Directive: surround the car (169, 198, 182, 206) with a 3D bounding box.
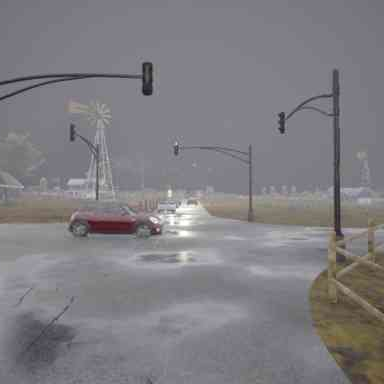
[{"bbox_3d":[-2.854,1.746,59.191,2.033,1.411,5.357,0,0,0],"label":"car"}]

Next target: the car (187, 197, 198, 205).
[{"bbox_3d":[0.051,1.760,64.864,1.812,1.442,4.674,0,-1,0],"label":"car"}]

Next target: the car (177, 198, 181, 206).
[{"bbox_3d":[-2.868,1.644,48.626,1.837,1.490,4.892,0,0,0],"label":"car"}]

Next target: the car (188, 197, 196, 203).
[{"bbox_3d":[-0.055,1.850,77.923,1.812,1.442,4.674,0,0,0],"label":"car"}]

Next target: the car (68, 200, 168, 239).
[{"bbox_3d":[-3.704,1.337,16.797,4.553,1.767,2.097,1,0,0],"label":"car"}]

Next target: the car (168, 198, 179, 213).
[{"bbox_3d":[-2.872,1.691,38.243,1.895,1.301,4.718,0,0,0],"label":"car"}]
